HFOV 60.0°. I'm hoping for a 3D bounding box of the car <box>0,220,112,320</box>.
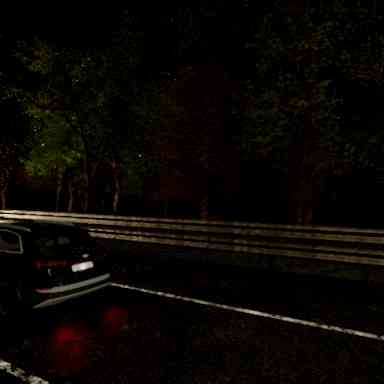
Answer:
[{"bbox_3d":[-3.919,1.449,7.360,4.856,1.649,2.033,0,0,32],"label":"car"}]
